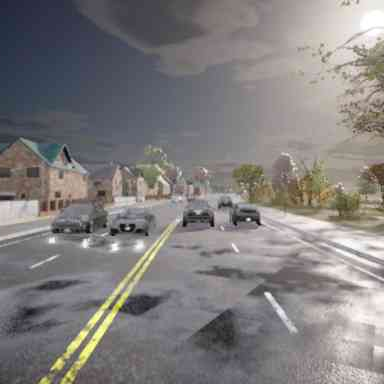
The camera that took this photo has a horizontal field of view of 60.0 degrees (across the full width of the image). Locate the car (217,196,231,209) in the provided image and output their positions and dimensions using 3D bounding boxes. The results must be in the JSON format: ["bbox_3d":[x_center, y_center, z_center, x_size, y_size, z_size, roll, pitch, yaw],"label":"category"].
[{"bbox_3d":[4.659,1.404,46.596,2.097,1.767,4.553,0,0,3],"label":"car"}]

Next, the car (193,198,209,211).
[{"bbox_3d":[1.232,1.597,43.305,2.033,1.411,5.357,0,0,3],"label":"car"}]

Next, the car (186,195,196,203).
[{"bbox_3d":[-0.223,1.534,72.466,1.882,1.535,5.008,0,0,5],"label":"car"}]

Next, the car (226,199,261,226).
[{"bbox_3d":[3.733,1.535,23.949,1.837,1.490,4.892,0,0,2],"label":"car"}]

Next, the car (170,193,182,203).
[{"bbox_3d":[-3.462,1.287,72.716,2.150,2.045,5.566,0,0,5],"label":"car"}]

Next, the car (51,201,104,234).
[{"bbox_3d":[-6.332,1.380,19.273,2.097,1.767,4.553,0,0,1],"label":"car"}]

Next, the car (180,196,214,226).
[{"bbox_3d":[0.474,1.383,23.582,2.097,1.767,4.553,0,0,2],"label":"car"}]

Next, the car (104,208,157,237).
[{"bbox_3d":[-3.108,1.590,18.209,1.994,1.385,4.181,0,0,1],"label":"car"}]
